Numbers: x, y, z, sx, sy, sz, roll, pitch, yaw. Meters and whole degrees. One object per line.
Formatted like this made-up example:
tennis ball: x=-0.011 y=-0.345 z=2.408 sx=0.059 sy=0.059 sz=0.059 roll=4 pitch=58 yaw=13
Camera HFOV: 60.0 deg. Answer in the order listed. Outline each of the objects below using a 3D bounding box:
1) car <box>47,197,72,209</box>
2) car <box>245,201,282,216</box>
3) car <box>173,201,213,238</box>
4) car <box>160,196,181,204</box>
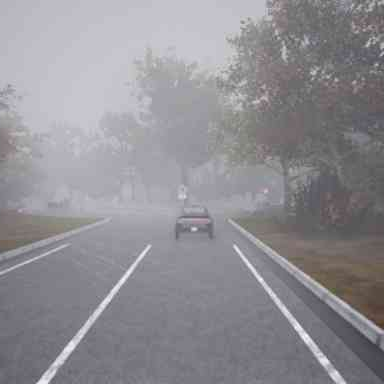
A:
car: x=-17.336 y=1.410 z=43.596 sx=1.882 sy=1.535 sz=5.008 roll=-1 pitch=0 yaw=-2
car: x=7.565 y=1.551 z=32.091 sx=4.718 sy=1.301 sz=1.895 roll=0 pitch=0 yaw=-26
car: x=0.098 y=1.464 z=17.506 sx=2.128 sy=1.511 sz=4.902 roll=0 pitch=0 yaw=0
car: x=-3.110 y=1.453 z=61.179 sx=5.357 sy=1.411 sz=2.033 roll=0 pitch=0 yaw=-5
